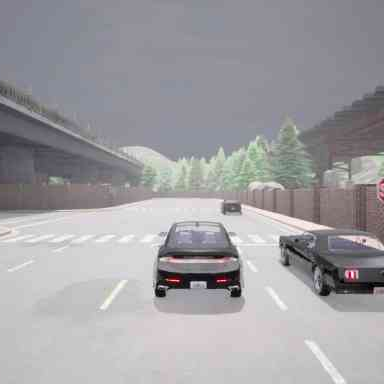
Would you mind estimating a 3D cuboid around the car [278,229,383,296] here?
[{"bbox_3d":[3.646,1.601,8.568,1.895,1.301,4.718,0,0,1],"label":"car"}]

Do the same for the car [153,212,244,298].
[{"bbox_3d":[0.144,1.492,8.526,2.128,1.511,4.902,0,0,1],"label":"car"}]

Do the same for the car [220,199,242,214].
[{"bbox_3d":[4.038,1.477,35.001,1.882,1.535,5.008,0,0,1],"label":"car"}]
